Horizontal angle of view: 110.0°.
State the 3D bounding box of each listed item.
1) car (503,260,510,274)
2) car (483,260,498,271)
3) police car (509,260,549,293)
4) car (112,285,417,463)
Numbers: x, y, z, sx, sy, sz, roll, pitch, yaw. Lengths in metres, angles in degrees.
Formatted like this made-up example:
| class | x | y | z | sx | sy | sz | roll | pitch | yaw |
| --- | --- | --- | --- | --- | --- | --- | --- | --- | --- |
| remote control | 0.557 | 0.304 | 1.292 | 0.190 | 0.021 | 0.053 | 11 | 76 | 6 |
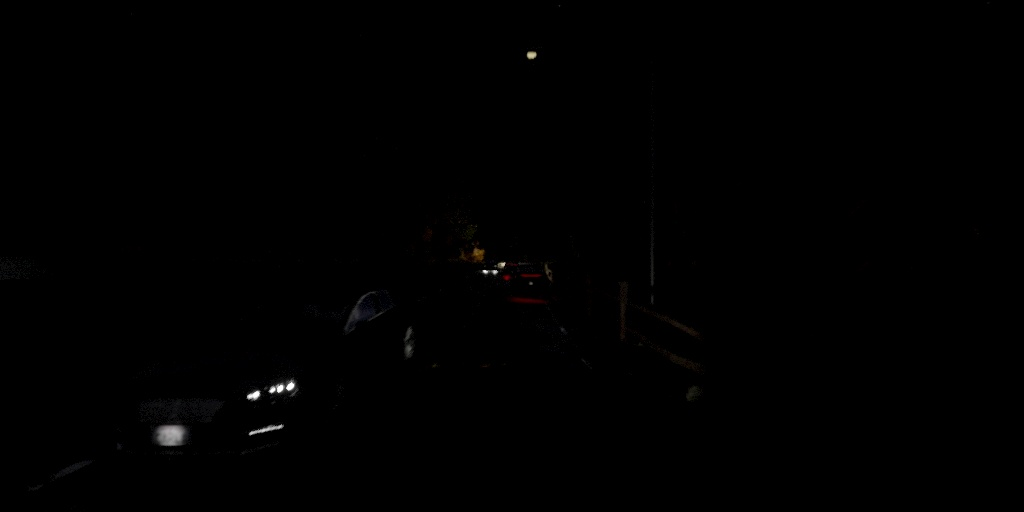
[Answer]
| class | x | y | z | sx | sy | sz | roll | pitch | yaw |
| --- | --- | --- | --- | --- | --- | --- | --- | --- | --- |
| car | -0.007 | 1.316 | 39.593 | 1.895 | 1.301 | 4.718 | 0 | 0 | 0 |
| car | -2.837 | 1.255 | 49.371 | 2.033 | 1.411 | 5.357 | 0 | 0 | 0 |
| police car | 0.954 | 1.156 | 20.520 | 1.930 | 1.638 | 5.238 | 0 | 0 | 0 |
| car | -2.852 | 1.237 | 5.452 | 2.128 | 1.511 | 4.902 | 0 | 0 | 0 |
